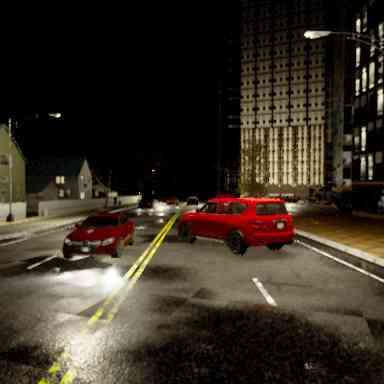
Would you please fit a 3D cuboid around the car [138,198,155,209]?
[{"bbox_3d":[-6.527,1.610,47.695,1.882,1.535,5.008,0,0,0],"label":"car"}]

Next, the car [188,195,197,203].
[{"bbox_3d":[0.101,1.598,75.902,2.097,1.767,4.553,0,0,0],"label":"car"}]

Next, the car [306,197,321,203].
[{"bbox_3d":[31.161,2.008,86.170,4.403,1.369,2.008,0,2,20],"label":"car"}]

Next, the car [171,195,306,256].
[{"bbox_3d":[1.582,1.254,13.748,2.150,2.045,5.566,0,0,-33],"label":"car"}]

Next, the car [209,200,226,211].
[{"bbox_3d":[3.309,1.723,44.427,1.895,1.301,4.718,0,0,0],"label":"car"}]

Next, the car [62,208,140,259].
[{"bbox_3d":[-3.345,1.554,12.815,1.812,1.442,4.674,0,0,0],"label":"car"}]

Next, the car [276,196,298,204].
[{"bbox_3d":[23.120,1.911,80.726,5.009,1.841,2.192,0,2,20],"label":"car"}]

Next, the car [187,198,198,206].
[{"bbox_3d":[0.133,1.740,59.298,1.994,1.385,4.181,0,0,1],"label":"car"}]

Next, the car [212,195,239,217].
[{"bbox_3d":[3.294,1.308,33.424,2.150,2.045,5.566,0,0,0],"label":"car"}]

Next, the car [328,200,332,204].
[{"bbox_3d":[33.761,2.216,76.818,4.507,1.381,1.887,0,2,20],"label":"car"}]

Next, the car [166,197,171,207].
[{"bbox_3d":[-3.248,1.641,56.334,1.882,1.535,5.008,0,-1,0],"label":"car"}]

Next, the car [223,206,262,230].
[{"bbox_3d":[3.281,1.656,22.419,1.895,1.301,4.718,0,0,0],"label":"car"}]
